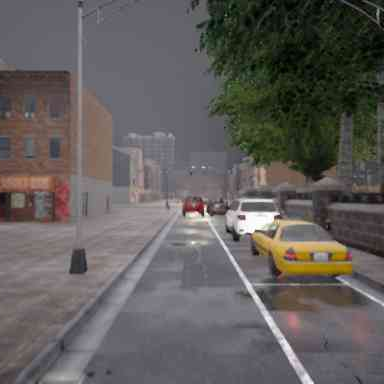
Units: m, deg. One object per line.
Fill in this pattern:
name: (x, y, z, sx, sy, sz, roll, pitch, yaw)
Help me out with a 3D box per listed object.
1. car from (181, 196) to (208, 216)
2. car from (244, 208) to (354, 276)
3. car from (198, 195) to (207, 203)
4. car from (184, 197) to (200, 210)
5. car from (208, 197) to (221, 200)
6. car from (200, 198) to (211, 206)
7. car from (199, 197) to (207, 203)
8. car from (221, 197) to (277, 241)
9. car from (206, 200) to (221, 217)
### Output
car: (0.094, 1.386, 34.523, 2.150, 2.045, 5.566, 0, 0, -2)
car: (3.023, 1.500, 10.370, 1.801, 1.575, 5.366, 0, 0, 0)
car: (2.635, 1.838, 86.227, 2.192, 1.841, 5.009, 1, 0, 0)
car: (0.035, 1.596, 48.028, 2.097, 1.767, 4.553, 0, -1, 1)
car: (2.643, 1.498, 38.049, 2.192, 1.841, 5.009, 1, 0, 0)
car: (2.636, 1.900, 64.477, 1.887, 1.381, 4.507, 1, 0, 0)
car: (2.634, 2.024, 80.789, 1.887, 1.381, 4.507, 1, 0, 0)
car: (2.979, 1.302, 17.212, 2.150, 2.045, 5.566, 0, 0, 0)
car: (2.641, 1.734, 32.598, 1.802, 1.307, 4.206, 1, 0, 0)
